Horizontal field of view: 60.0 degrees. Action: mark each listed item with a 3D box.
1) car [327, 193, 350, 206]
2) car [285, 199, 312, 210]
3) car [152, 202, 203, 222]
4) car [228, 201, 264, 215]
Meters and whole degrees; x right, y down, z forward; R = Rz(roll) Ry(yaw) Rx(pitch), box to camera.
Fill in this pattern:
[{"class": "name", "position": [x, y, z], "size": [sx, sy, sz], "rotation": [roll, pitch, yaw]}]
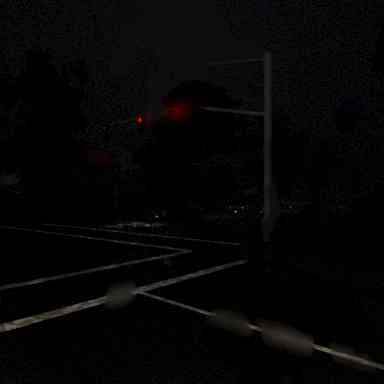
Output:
[{"class": "car", "position": [24.493, 1.225, 55.434], "size": [2.150, 2.045, 5.566], "rotation": [0, 0, 41]}, {"class": "car", "position": [13.819, 1.601, 43.296], "size": [1.895, 1.301, 4.718], "rotation": [0, 0, 41]}, {"class": "car", "position": [-1.053, 1.526, 26.204], "size": [1.812, 1.442, 4.674], "rotation": [0, 0, 41]}, {"class": "car", "position": [5.696, 1.601, 33.963], "size": [1.895, 1.301, 4.718], "rotation": [0, 0, 41]}]
